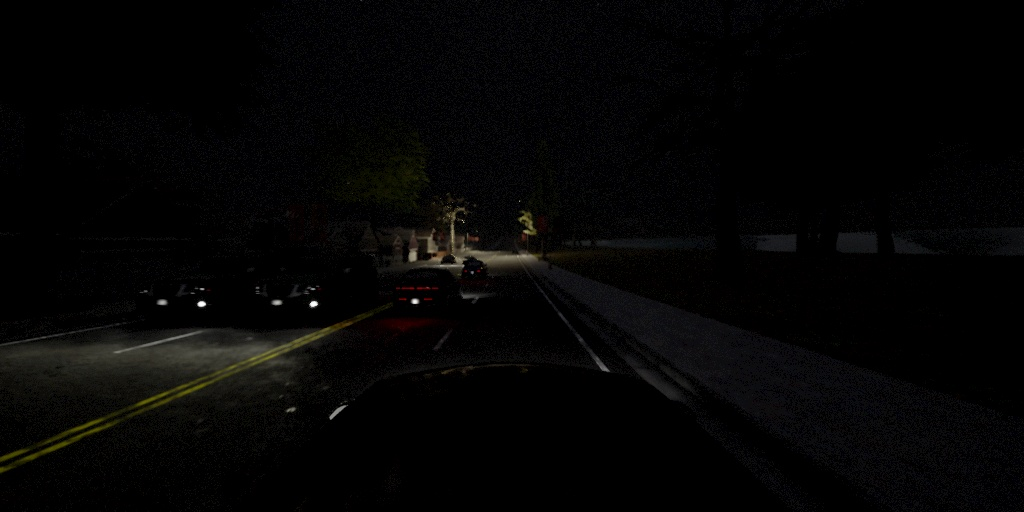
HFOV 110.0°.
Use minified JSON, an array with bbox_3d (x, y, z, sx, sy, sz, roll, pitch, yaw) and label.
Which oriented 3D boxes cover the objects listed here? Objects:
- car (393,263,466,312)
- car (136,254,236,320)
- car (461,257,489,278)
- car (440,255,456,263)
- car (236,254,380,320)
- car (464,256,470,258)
[{"bbox_3d":[-3.150,1.214,14.069,1.837,1.490,4.892,0,0,0],"label":"car"},{"bbox_3d":[-9.850,0.937,12.857,2.150,2.045,5.566,0,0,0],"label":"car"},{"bbox_3d":[-3.150,1.081,30.603,1.812,1.442,4.674,0,1,0],"label":"car"},{"bbox_3d":[-9.799,0.607,55.597,1.812,1.442,4.674,0,1,0],"label":"car"},{"bbox_3d":[-6.598,0.937,12.830,2.150,2.045,5.566,0,0,0],"label":"car"},{"bbox_3d":[-6.545,0.635,55.358,2.033,1.411,5.357,0,1,1],"label":"car"}]
